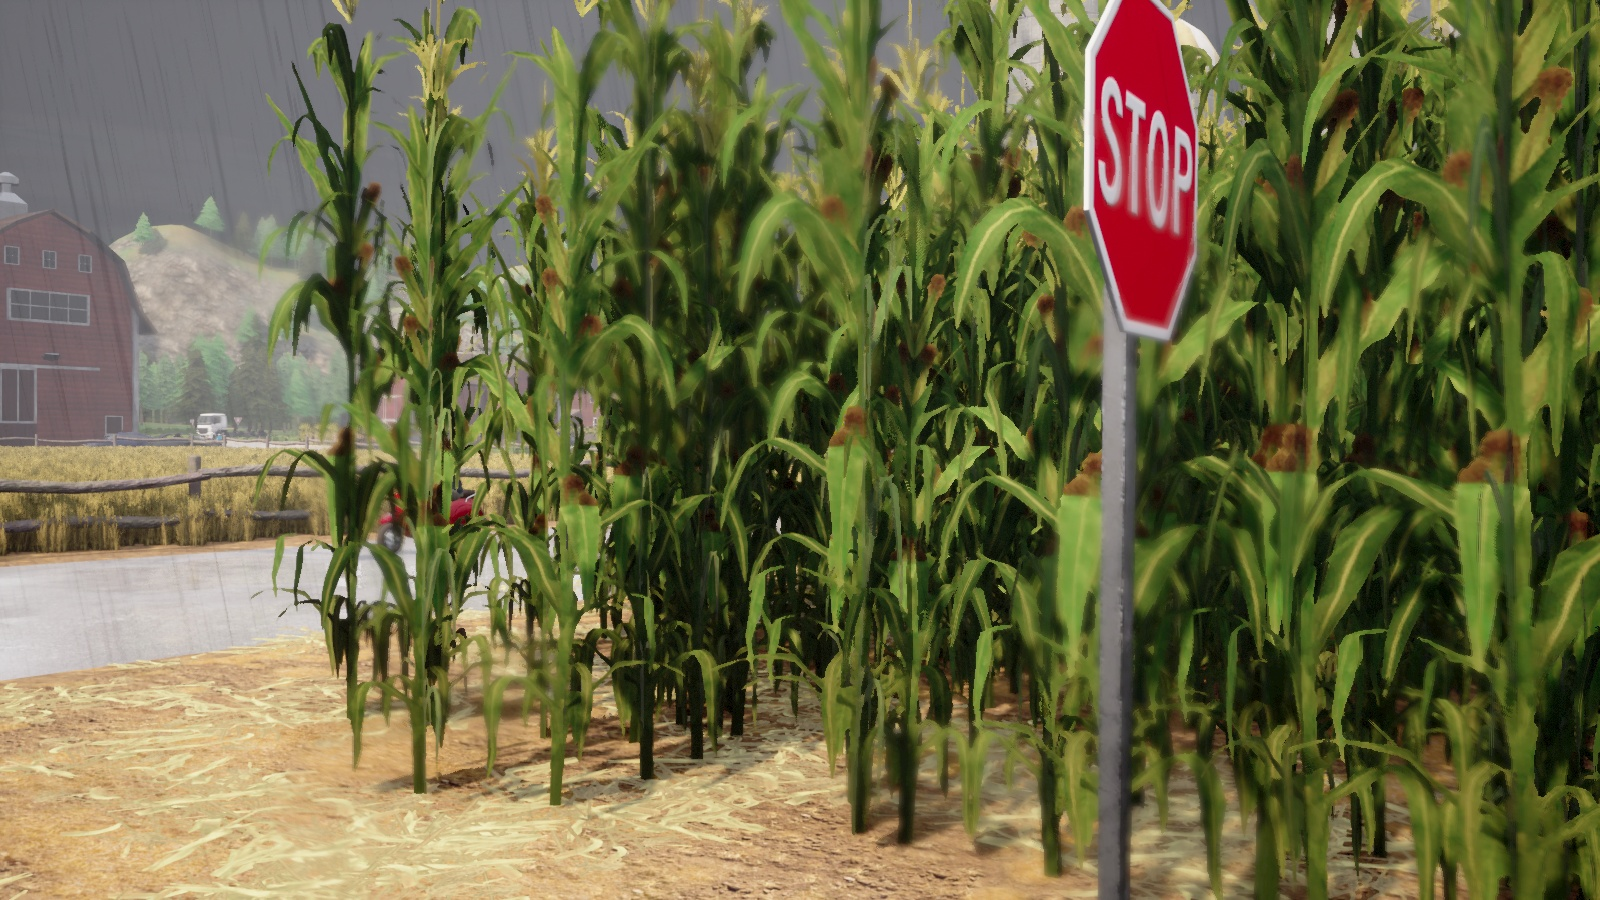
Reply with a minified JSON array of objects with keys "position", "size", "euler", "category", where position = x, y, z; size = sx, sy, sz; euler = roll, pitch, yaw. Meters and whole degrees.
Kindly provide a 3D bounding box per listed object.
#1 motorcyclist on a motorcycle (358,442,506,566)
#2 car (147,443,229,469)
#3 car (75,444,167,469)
[{"position":[-5.014,0.695,17.219],"size":[0.866,1.590,1.817],"euler":[0,1,33],"category":"motorcyclist on a motorcycle"},{"position":[-36.925,0.356,75.875],"size":[4.193,1.474,1.816],"euler":[-1,1,-18],"category":"car"},{"position":[-42.011,0.395,77.751],"size":[1.812,1.442,4.674],"euler":[0,1,43],"category":"car"}]
